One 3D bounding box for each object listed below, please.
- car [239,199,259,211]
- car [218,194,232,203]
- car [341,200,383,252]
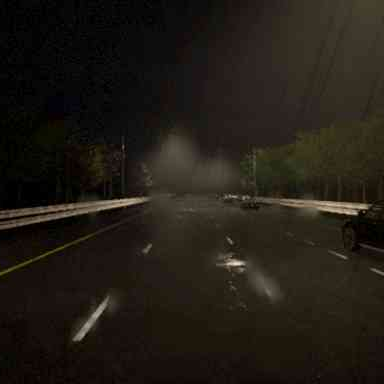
[{"bbox_3d":[7.023,1.575,41.120,2.033,1.411,5.357,0,0,0],"label":"car"},{"bbox_3d":[7.124,1.604,68.235,2.033,1.411,5.357,0,0,0],"label":"car"},{"bbox_3d":[6.997,1.223,10.822,2.150,2.045,5.566,0,0,0],"label":"car"}]
